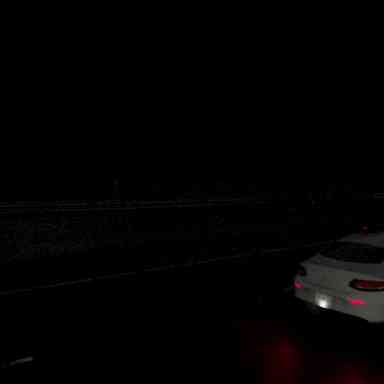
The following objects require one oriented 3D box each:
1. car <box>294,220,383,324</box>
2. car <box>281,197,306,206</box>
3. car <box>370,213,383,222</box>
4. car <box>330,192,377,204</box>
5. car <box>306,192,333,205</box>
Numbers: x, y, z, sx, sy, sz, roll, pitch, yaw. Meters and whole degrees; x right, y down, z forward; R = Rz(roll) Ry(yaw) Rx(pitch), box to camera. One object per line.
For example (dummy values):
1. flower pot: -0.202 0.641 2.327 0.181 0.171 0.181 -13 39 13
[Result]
1. car: 3.957 1.491 6.548 4.674 1.442 1.812 -1 0 -35
2. car: 12.607 1.323 38.199 5.357 1.411 2.033 -1 0 -34
3. car: 9.471 1.522 14.641 4.718 1.301 1.895 0 0 -35
4. car: 15.802 1.146 31.902 4.553 1.767 2.097 -1 1 -34
5. car: 15.156 0.997 35.692 5.566 2.045 2.150 0 0 -34
